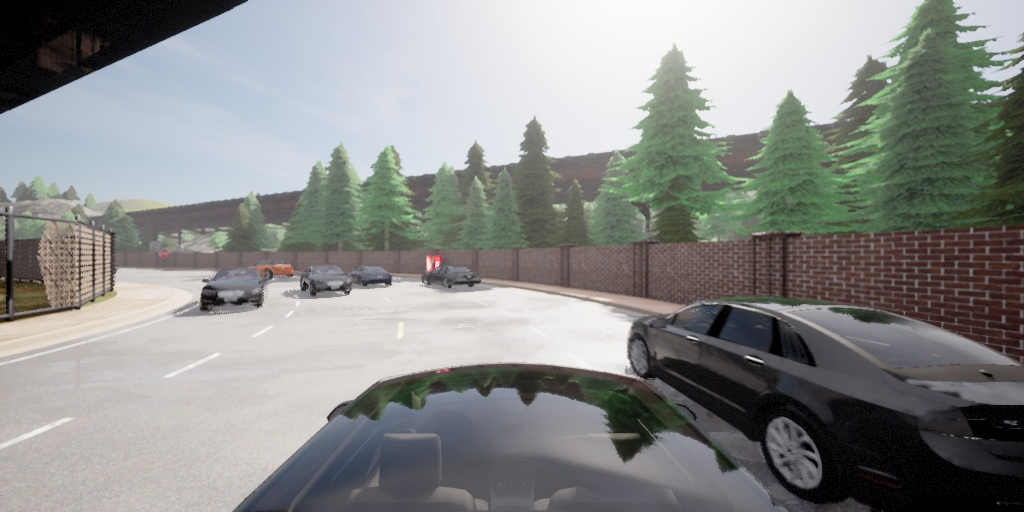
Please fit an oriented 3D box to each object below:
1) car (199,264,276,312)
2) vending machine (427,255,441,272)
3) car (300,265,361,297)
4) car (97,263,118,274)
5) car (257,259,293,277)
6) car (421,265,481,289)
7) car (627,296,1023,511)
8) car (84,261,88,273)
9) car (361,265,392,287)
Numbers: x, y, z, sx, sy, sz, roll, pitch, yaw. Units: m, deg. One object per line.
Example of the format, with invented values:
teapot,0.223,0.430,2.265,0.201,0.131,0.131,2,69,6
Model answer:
car,-11.038,1.240,14.522,2.128,1.511,4.902,0,0,-32
vending machine,-7.063,0.939,32.456,0.880,2.100,1.100,0,0,41
car,-10.004,1.239,19.175,2.128,1.511,4.902,0,0,-38
car,-46.696,1.239,40.576,4.902,1.511,2.128,0,0,25
car,-22.531,1.097,33.222,4.553,1.767,2.097,0,0,26
car,-4.066,1.293,23.333,2.033,1.411,5.357,0,0,-37
car,3.106,1.252,4.469,1.837,1.490,4.892,1,0,-6
car,-45.158,1.349,35.993,4.718,1.301,1.895,0,0,25
car,-9.940,1.309,24.667,1.994,1.385,4.181,0,0,-43
